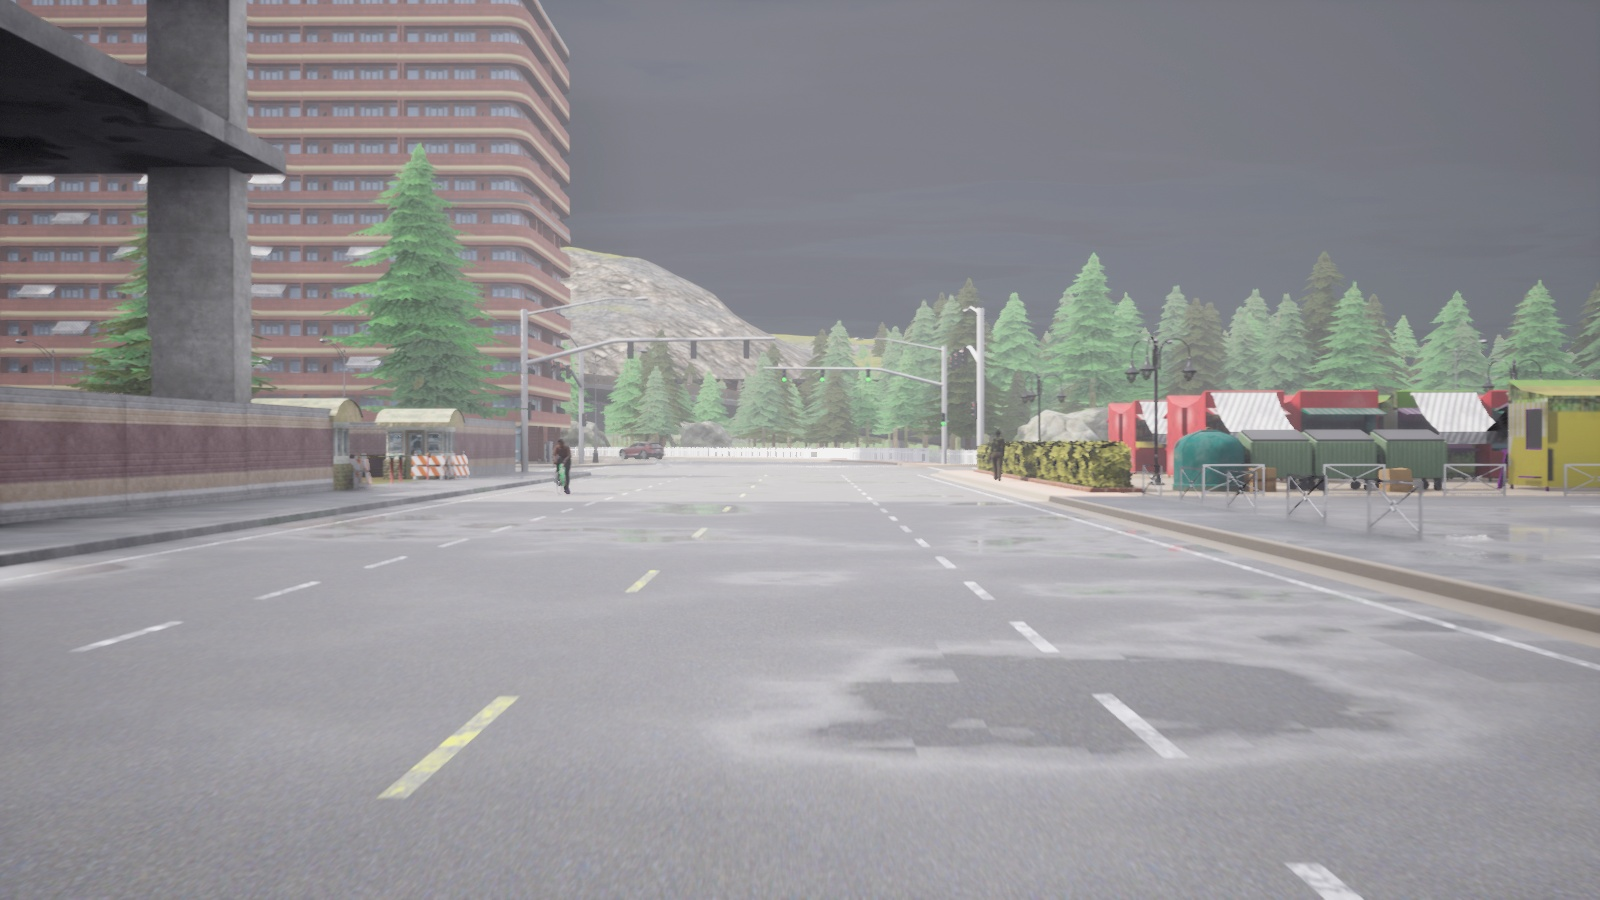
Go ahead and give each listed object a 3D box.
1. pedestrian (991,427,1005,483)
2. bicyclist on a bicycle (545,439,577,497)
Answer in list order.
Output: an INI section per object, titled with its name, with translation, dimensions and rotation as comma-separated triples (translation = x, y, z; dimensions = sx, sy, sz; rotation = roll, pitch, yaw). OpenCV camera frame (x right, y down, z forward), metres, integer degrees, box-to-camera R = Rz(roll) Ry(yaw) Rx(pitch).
[pedestrian]
translation = 6.843, 0.161, 43.372
dimensions = 0.395, 1.930, 0.692
rotation = 0, 0, 2
[bicyclist on a bicycle]
translation = -6.869, 0.490, 36.150
dimensions = 0.582, 1.620, 1.656
rotation = 0, 1, 0
